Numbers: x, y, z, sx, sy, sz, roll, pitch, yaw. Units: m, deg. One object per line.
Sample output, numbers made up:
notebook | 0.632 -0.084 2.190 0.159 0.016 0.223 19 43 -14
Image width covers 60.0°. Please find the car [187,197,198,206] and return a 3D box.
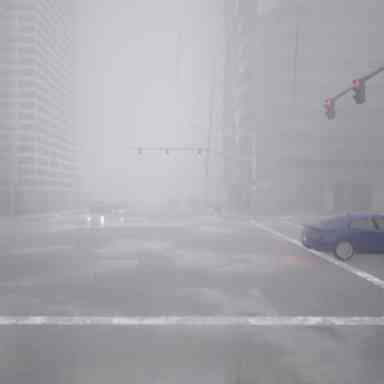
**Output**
car | 0.064 1.737 63.143 2.097 1.767 4.553 0 0 0

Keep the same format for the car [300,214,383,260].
car | 6.578 1.552 12.127 5.008 1.535 1.882 0 0 0

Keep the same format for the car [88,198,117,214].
car | -10.623 1.744 39.015 1.837 1.490 4.892 0 0 0

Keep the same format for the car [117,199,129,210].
car | -10.619 1.827 49.274 1.812 1.442 4.674 0 0 0

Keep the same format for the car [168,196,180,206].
car | -3.440 1.737 63.140 2.097 1.767 4.553 0 0 0
